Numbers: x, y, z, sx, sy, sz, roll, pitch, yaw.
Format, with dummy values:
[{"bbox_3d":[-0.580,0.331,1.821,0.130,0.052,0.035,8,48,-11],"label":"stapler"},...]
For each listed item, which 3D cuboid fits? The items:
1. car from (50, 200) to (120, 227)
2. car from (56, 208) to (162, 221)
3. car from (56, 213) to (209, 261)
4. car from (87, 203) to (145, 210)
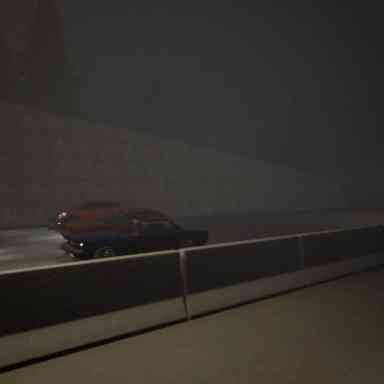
[{"bbox_3d":[-6.392,1.322,20.901,4.553,1.767,2.097,0,0,-35],"label":"car"},{"bbox_3d":[-3.168,1.576,14.611,4.718,1.301,1.895,0,0,-35],"label":"car"},{"bbox_3d":[-1.806,1.579,11.286,4.718,1.301,1.895,0,0,-35],"label":"car"},{"bbox_3d":[-3.356,1.529,18.762,4.181,1.385,1.994,0,0,-35],"label":"car"}]
